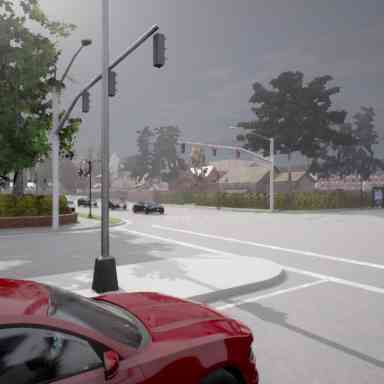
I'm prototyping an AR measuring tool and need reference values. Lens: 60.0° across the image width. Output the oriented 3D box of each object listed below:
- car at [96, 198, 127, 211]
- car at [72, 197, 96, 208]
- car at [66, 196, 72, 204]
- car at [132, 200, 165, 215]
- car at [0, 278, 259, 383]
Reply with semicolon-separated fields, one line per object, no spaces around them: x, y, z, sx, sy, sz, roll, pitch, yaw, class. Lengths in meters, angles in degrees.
-9.776;1.492;41.600;2.128;1.511;4.902;0;0;-36;car
-15.710;1.492;49.794;2.128;1.511;4.902;0;0;-36;car
-22.397;1.526;59.073;1.812;1.442;4.674;0;0;-35;car
-4.550;1.564;34.394;1.994;1.385;4.181;0;0;-36;car
-1.637;1.478;2.600;5.008;1.535;1.882;0;0;-35;car
